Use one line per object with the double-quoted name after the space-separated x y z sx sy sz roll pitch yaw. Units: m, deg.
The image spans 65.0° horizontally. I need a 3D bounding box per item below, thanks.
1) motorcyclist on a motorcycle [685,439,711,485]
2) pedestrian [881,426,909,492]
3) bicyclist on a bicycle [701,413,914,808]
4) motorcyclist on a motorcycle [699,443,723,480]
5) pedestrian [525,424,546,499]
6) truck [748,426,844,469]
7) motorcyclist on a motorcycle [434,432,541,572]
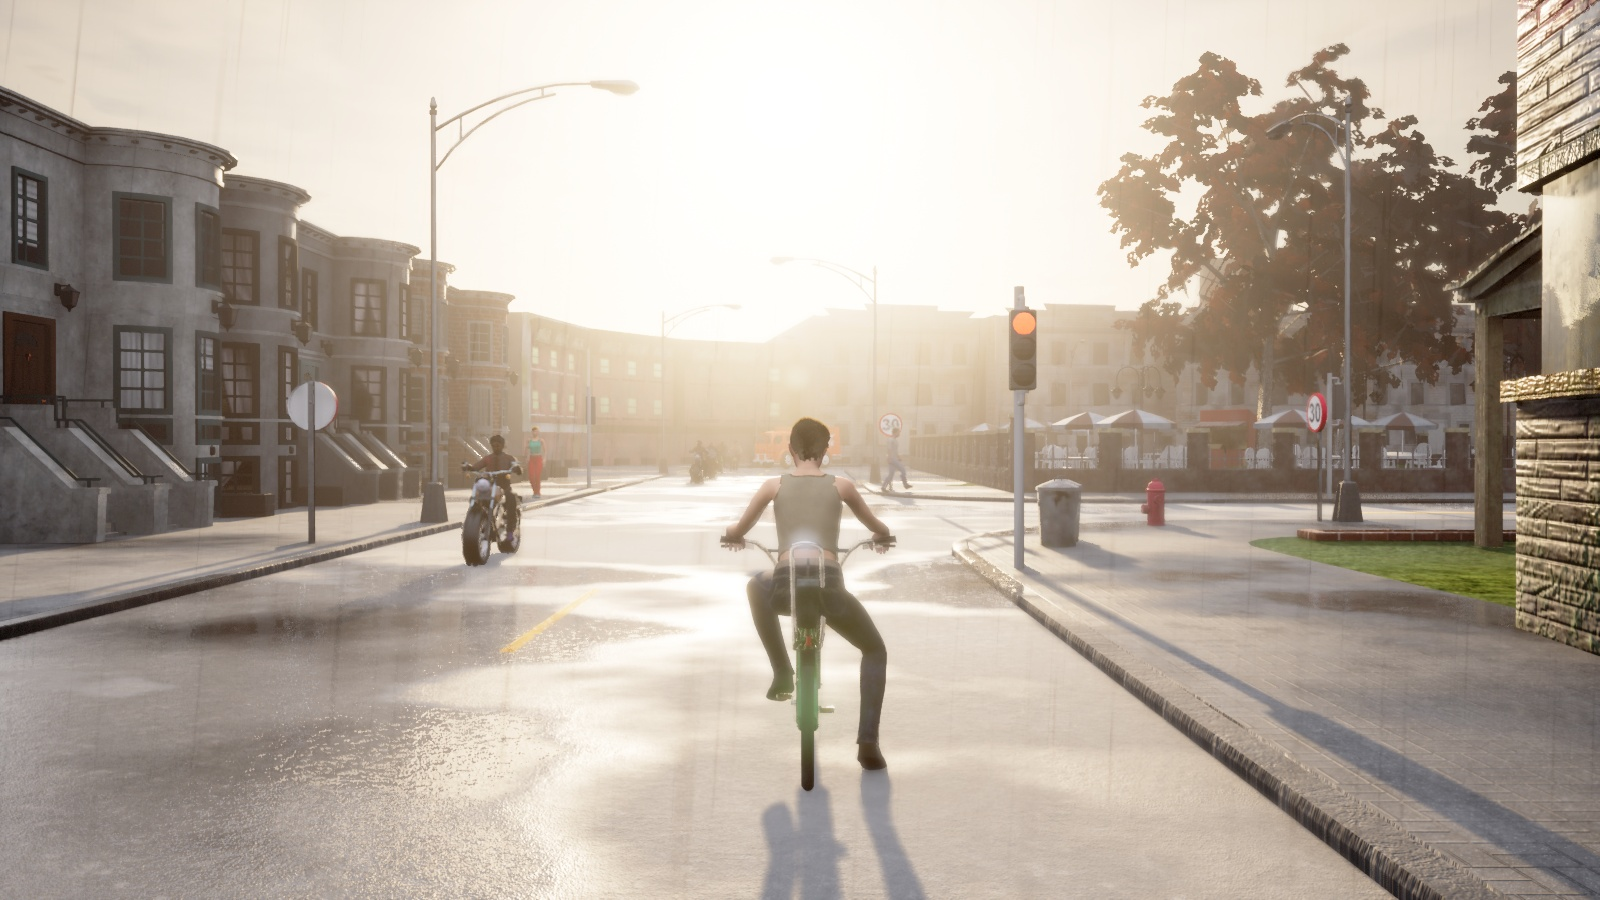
-3.778 0.429 46.842 0.766 1.649 2.350 0 0 0 "motorcyclist on a motorcycle"
2.651 0.253 35.087 0.706 1.836 0.354 0 0 15 "pedestrian"
0.037 0.650 5.875 0.866 1.612 1.509 0 0 0 "bicyclist on a bicycle"
-3.755 0.477 53.335 0.866 1.530 2.191 0 0 0 "motorcyclist on a motorcycle"
-6.576 0.275 31.200 0.345 1.836 0.594 0 0 7 "pedestrian"
-0.218 -0.174 75.090 5.204 2.467 2.627 -1 1 -39 "truck"
-3.927 0.603 16.000 0.766 1.649 2.350 0 0 0 "motorcyclist on a motorcycle"
